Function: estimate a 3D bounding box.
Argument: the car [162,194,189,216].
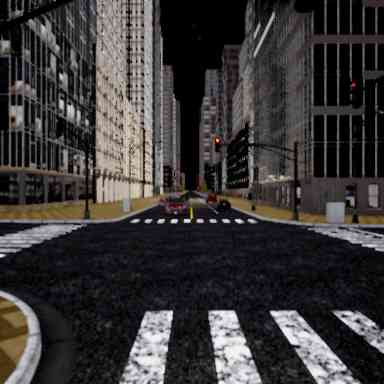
[{"bbox_3d":[-1.509,1.343,32.764,2.097,1.767,4.553,0,0,0],"label":"car"}]

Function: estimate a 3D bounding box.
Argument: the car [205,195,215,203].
[{"bbox_3d":[3.731,1.374,69.897,1.967,1.590,4.097,0,0,0],"label":"car"}]

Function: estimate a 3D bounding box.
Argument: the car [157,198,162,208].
[{"bbox_3d":[-4.047,1.553,47.750,1.802,1.307,4.206,0,0,0],"label":"car"}]

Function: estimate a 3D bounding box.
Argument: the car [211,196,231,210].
[{"bbox_3d":[3.908,1.544,42.260,1.947,1.339,4.313,0,0,0],"label":"car"}]

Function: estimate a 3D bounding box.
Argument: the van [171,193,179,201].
[{"bbox_3d":[-4.201,1.254,80.915,1.690,1.788,3.998,0,0,0],"label":"van"}]

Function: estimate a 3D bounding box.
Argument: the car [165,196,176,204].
[{"bbox_3d":[-4.123,1.510,64.333,1.947,1.339,4.313,0,0,0],"label":"car"}]

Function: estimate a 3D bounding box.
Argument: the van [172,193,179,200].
[{"bbox_3d":[-4.226,1.243,86.443,1.690,1.788,3.998,0,0,0],"label":"van"}]

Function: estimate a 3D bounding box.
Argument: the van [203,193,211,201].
[{"bbox_3d":[3.679,1.254,80.952,1.690,1.788,3.998,0,0,0],"label":"van"}]

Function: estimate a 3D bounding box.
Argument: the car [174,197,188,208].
[{"bbox_3d":[-1.567,1.516,49.432,2.033,1.411,5.357,0,0,0],"label":"car"}]

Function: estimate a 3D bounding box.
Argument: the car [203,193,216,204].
[{"bbox_3d":[3.757,1.260,64.369,2.192,1.841,5.009,0,0,0],"label":"car"}]
